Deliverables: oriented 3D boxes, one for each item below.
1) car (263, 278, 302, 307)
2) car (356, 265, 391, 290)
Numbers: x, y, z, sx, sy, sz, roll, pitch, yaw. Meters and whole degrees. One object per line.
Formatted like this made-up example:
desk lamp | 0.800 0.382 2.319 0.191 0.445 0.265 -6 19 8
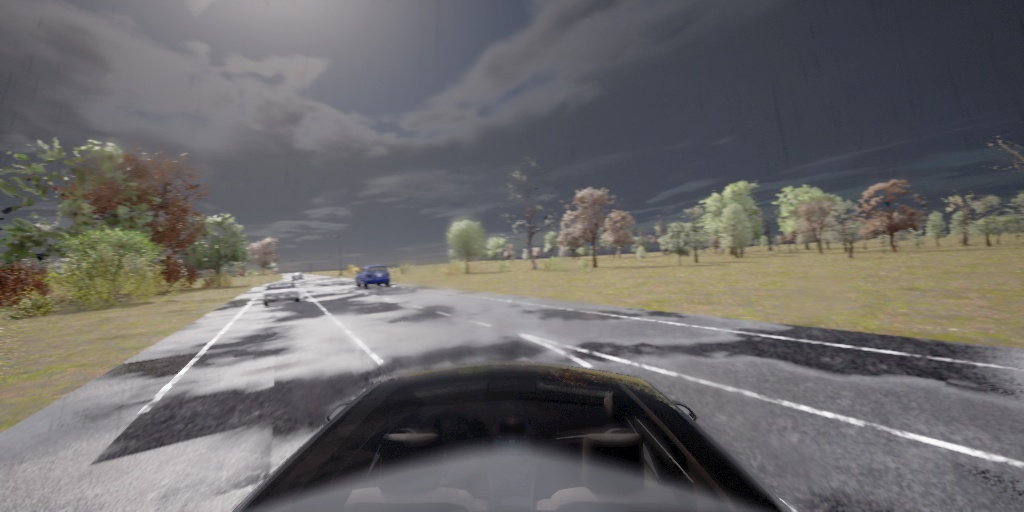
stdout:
car | -14.570 2.333 22.704 1.895 1.301 4.718 -3 0 -33
car | -12.766 1.893 32.823 2.150 2.045 5.566 -3 0 -33
